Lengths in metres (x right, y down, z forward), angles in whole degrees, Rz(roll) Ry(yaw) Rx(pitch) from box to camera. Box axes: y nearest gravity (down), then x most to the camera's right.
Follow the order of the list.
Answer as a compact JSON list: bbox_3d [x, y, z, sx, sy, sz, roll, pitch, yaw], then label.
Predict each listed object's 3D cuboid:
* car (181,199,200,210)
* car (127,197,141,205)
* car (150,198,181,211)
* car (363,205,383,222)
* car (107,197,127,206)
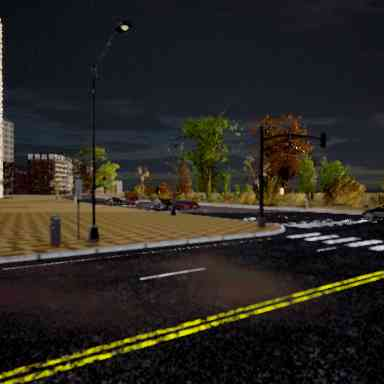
[{"bbox_3d":[-0.693,1.622,43.219,1.994,1.385,4.181,0,0,-31],"label":"car"},{"bbox_3d":[-10.834,1.630,60.609,1.812,1.442,4.674,0,0,-30],"label":"car"},{"bbox_3d":[-3.680,1.578,41.874,1.837,1.490,4.892,0,0,-31],"label":"car"},{"bbox_3d":[14.246,1.540,23.643,1.994,1.385,4.181,0,0,-13],"label":"car"},{"bbox_3d":[-13.677,1.649,59.033,1.837,1.490,4.892,0,0,-30],"label":"car"}]
